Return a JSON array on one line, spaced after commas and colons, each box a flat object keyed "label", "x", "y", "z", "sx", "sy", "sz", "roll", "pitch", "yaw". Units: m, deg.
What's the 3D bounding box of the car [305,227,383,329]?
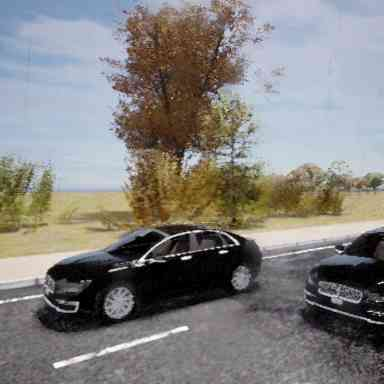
[{"label": "car", "x": 4.307, "y": 1.502, "z": 6.742, "sx": 4.892, "sy": 1.490, "sz": 1.837, "roll": 0, "pitch": 0, "yaw": -35}]

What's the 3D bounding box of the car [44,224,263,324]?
[{"label": "car", "x": -0.570, "y": 1.503, "z": 7.263, "sx": 4.892, "sy": 1.490, "sz": 1.837, "roll": 0, "pitch": 0, "yaw": -35}]
